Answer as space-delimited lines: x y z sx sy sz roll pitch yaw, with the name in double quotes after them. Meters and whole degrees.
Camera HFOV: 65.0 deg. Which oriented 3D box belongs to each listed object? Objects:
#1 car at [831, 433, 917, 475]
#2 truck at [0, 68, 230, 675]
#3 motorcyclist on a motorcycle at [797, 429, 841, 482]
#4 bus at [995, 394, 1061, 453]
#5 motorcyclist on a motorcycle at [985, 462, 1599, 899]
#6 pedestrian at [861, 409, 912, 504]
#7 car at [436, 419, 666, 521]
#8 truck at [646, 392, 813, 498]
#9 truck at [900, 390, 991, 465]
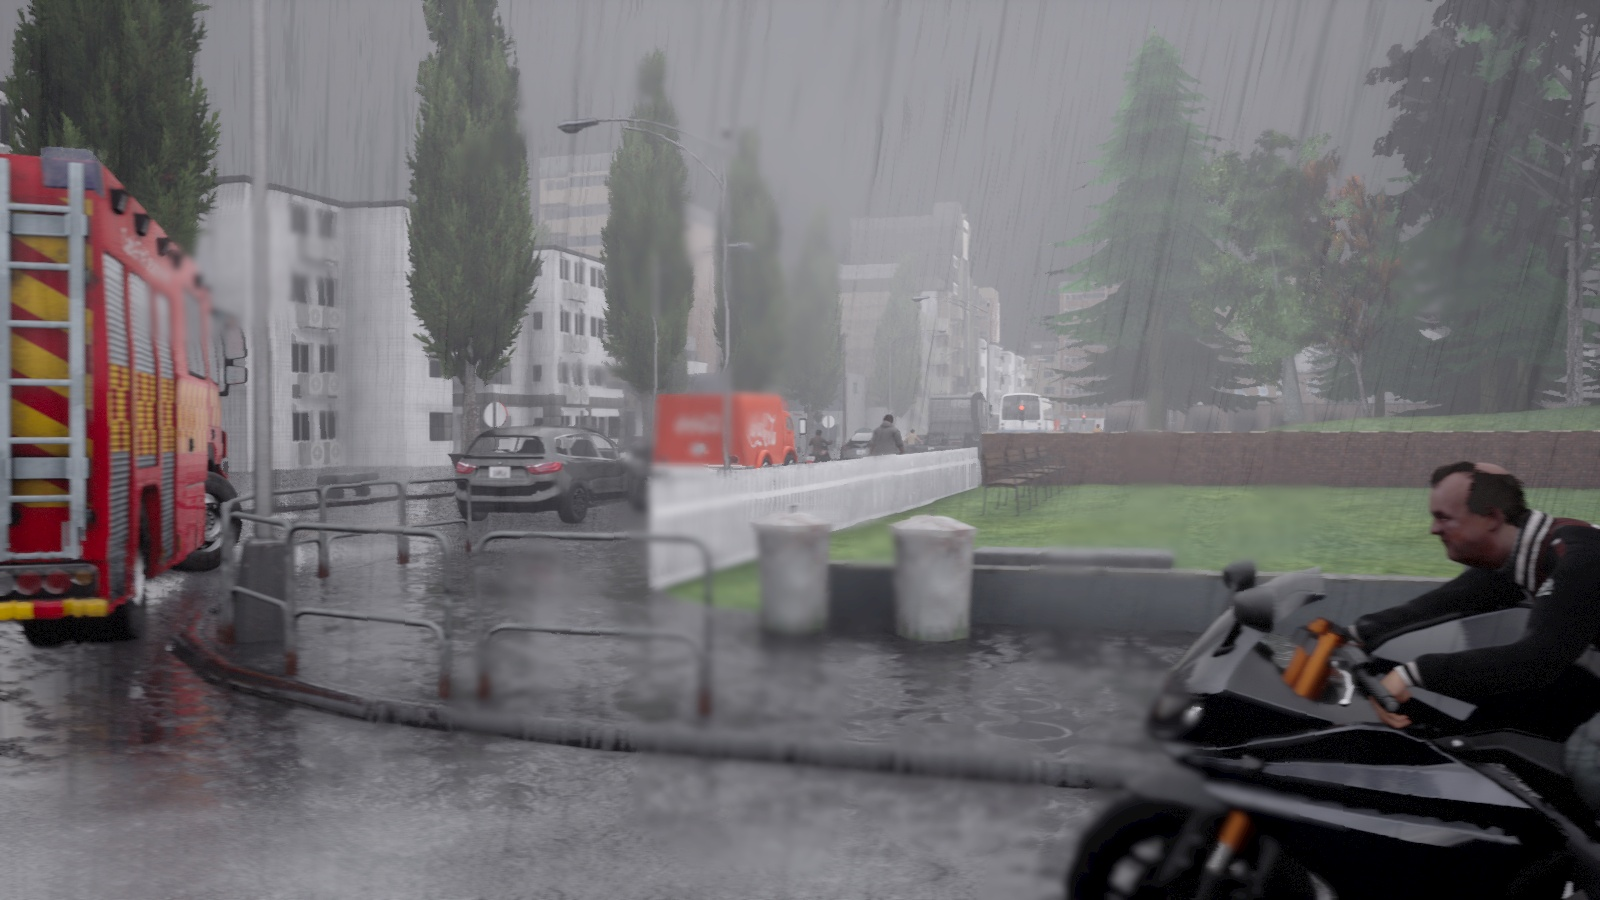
2.848 0.097 47.099 2.163 1.488 4.792 0 1 17 "car"
-7.259 -0.549 11.621 2.891 3.827 8.468 0 1 -20 "truck"
0.622 0.154 39.733 0.766 1.649 2.350 0 1 17 "motorcyclist on a motorcycle"
17.719 -2.008 97.017 3.944 4.253 10.273 0 1 16 "bus"
1.626 0.818 3.159 2.191 1.530 0.866 0 1 17 "motorcyclist on a motorcycle"
1.824 0.128 26.432 0.659 1.952 0.873 1 1 42 "pedestrian"
-4.415 0.291 23.104 2.242 1.667 4.611 0 1 17 "car"
-1.673 -0.171 32.130 2.627 2.467 5.204 0 1 17 "truck"
7.296 -1.101 61.917 2.891 3.462 7.936 1 1 18 "truck"
